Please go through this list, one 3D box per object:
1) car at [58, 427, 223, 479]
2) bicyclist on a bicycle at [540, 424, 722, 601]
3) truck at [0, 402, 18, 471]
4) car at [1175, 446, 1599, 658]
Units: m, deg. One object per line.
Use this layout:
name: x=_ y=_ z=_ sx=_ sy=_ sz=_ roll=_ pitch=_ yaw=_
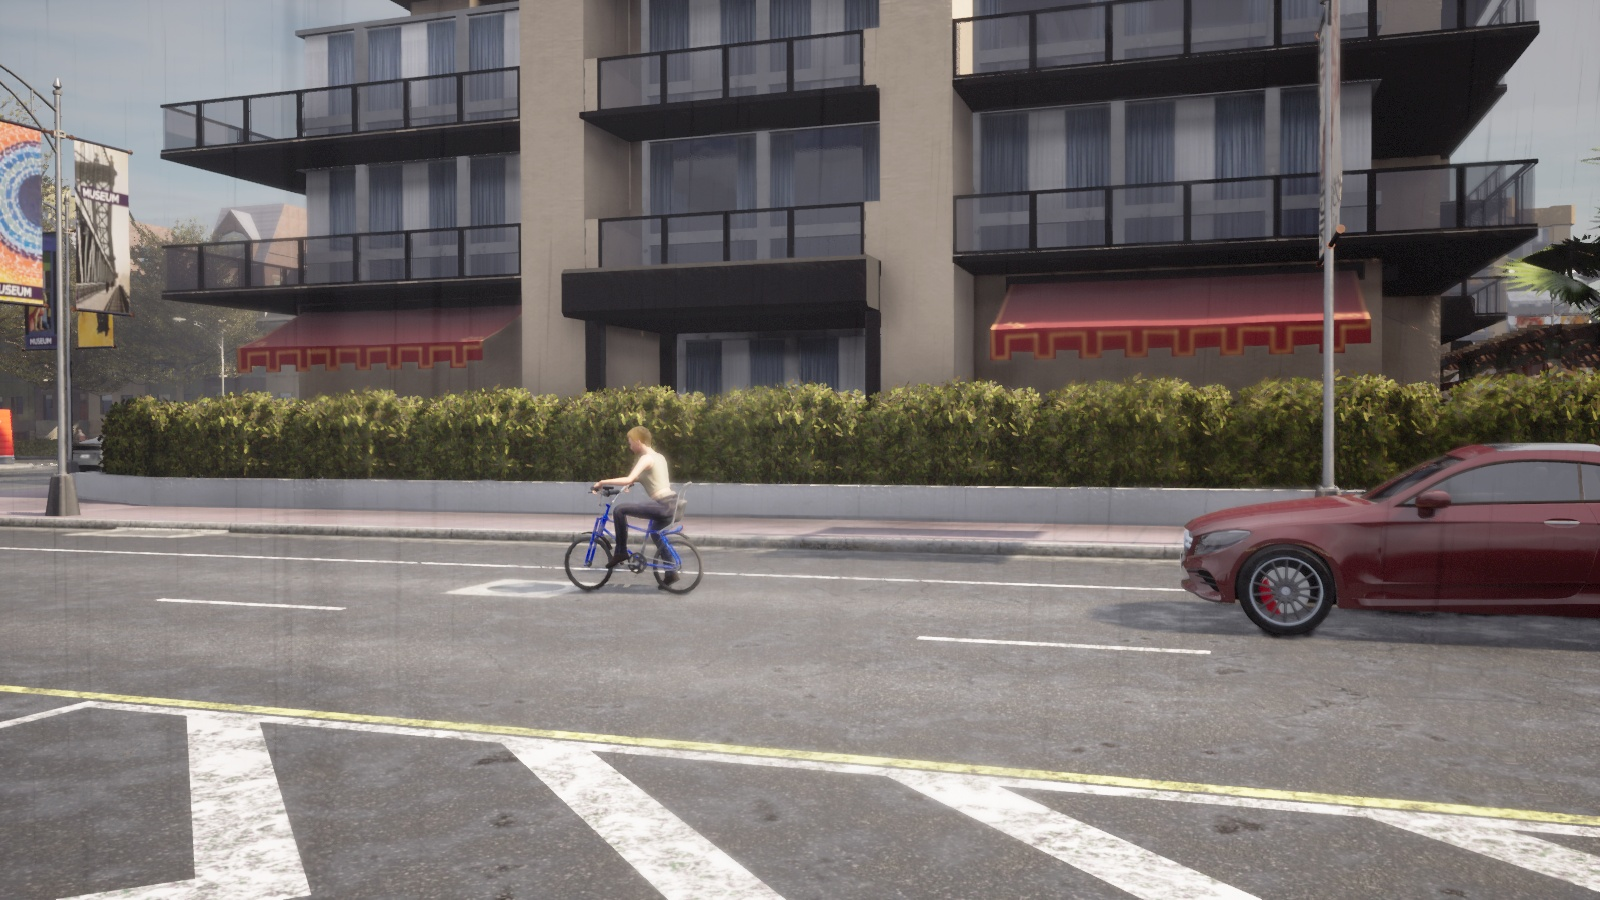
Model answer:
car: x=-20.898 y=0.054 z=40.028 sx=2.007 sy=1.525 sz=4.514 roll=1 pitch=1 yaw=18
bicyclist on a bicycle: x=-1.624 y=0.562 z=12.147 sx=1.509 sy=1.612 sz=0.866 roll=1 pitch=1 yaw=19
truck: x=-30.672 y=-0.479 z=43.900 sx=2.627 sy=2.467 sz=5.204 roll=1 pitch=1 yaw=18
car: x=5.399 y=0.716 z=9.788 sx=4.674 sy=1.442 sz=1.812 roll=0 pitch=1 yaw=19
